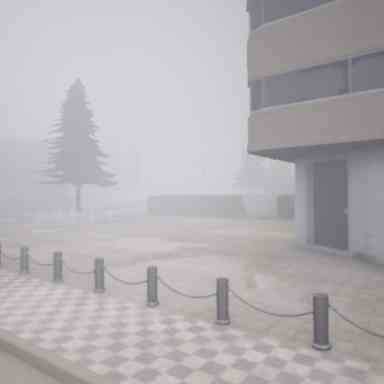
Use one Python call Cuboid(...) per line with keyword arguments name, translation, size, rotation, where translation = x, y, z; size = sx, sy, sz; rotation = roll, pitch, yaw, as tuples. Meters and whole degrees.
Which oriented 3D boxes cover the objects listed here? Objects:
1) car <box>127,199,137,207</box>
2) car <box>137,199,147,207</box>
Cuboid(name="car", translation=(-9.987, 2.026, 61.995), size=(1.812, 1.442, 4.674), rotation=(-1, -1, 36))
Cuboid(name="car", translation=(-7.142, 1.986, 59.957), size=(1.812, 1.442, 4.674), rotation=(-1, -1, 36))
